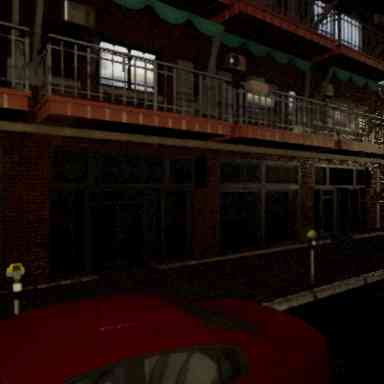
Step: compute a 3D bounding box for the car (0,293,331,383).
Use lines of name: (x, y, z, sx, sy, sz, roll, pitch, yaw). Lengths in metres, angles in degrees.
car: (-0.899, 1.539, 2.245, 4.507, 1.381, 1.887, 0, 0, -35)
